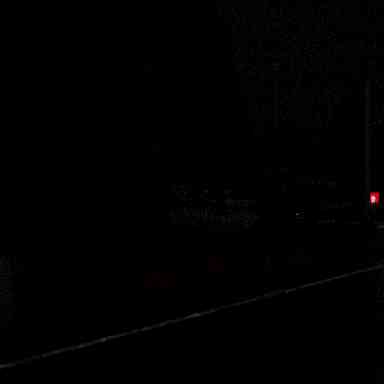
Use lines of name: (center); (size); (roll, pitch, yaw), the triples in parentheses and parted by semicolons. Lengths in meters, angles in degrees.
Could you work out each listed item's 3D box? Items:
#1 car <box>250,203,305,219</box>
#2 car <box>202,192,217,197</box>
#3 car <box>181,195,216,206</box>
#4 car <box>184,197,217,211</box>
car: (7.460, 1.615, 29.243); (1.895, 1.301, 4.718); (0, 0, -37)
car: (5.002, 1.111, 92.341); (1.932, 1.855, 4.605); (0, 0, -37)
car: (0.430, 1.506, 44.651); (2.128, 1.511, 4.902); (0, 0, -37)
car: (1.402, 1.579, 37.263); (1.994, 1.385, 4.181); (0, 0, -37)
